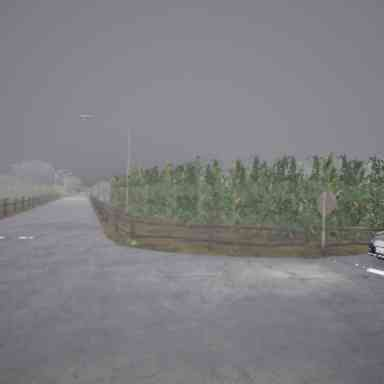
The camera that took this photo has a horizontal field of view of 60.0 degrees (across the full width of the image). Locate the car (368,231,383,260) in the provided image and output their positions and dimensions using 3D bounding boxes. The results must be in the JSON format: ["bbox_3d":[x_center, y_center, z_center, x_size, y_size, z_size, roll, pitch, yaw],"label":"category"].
[{"bbox_3d":[8.191,1.594,11.025,4.902,1.511,2.128,1,0,-18],"label":"car"}]
